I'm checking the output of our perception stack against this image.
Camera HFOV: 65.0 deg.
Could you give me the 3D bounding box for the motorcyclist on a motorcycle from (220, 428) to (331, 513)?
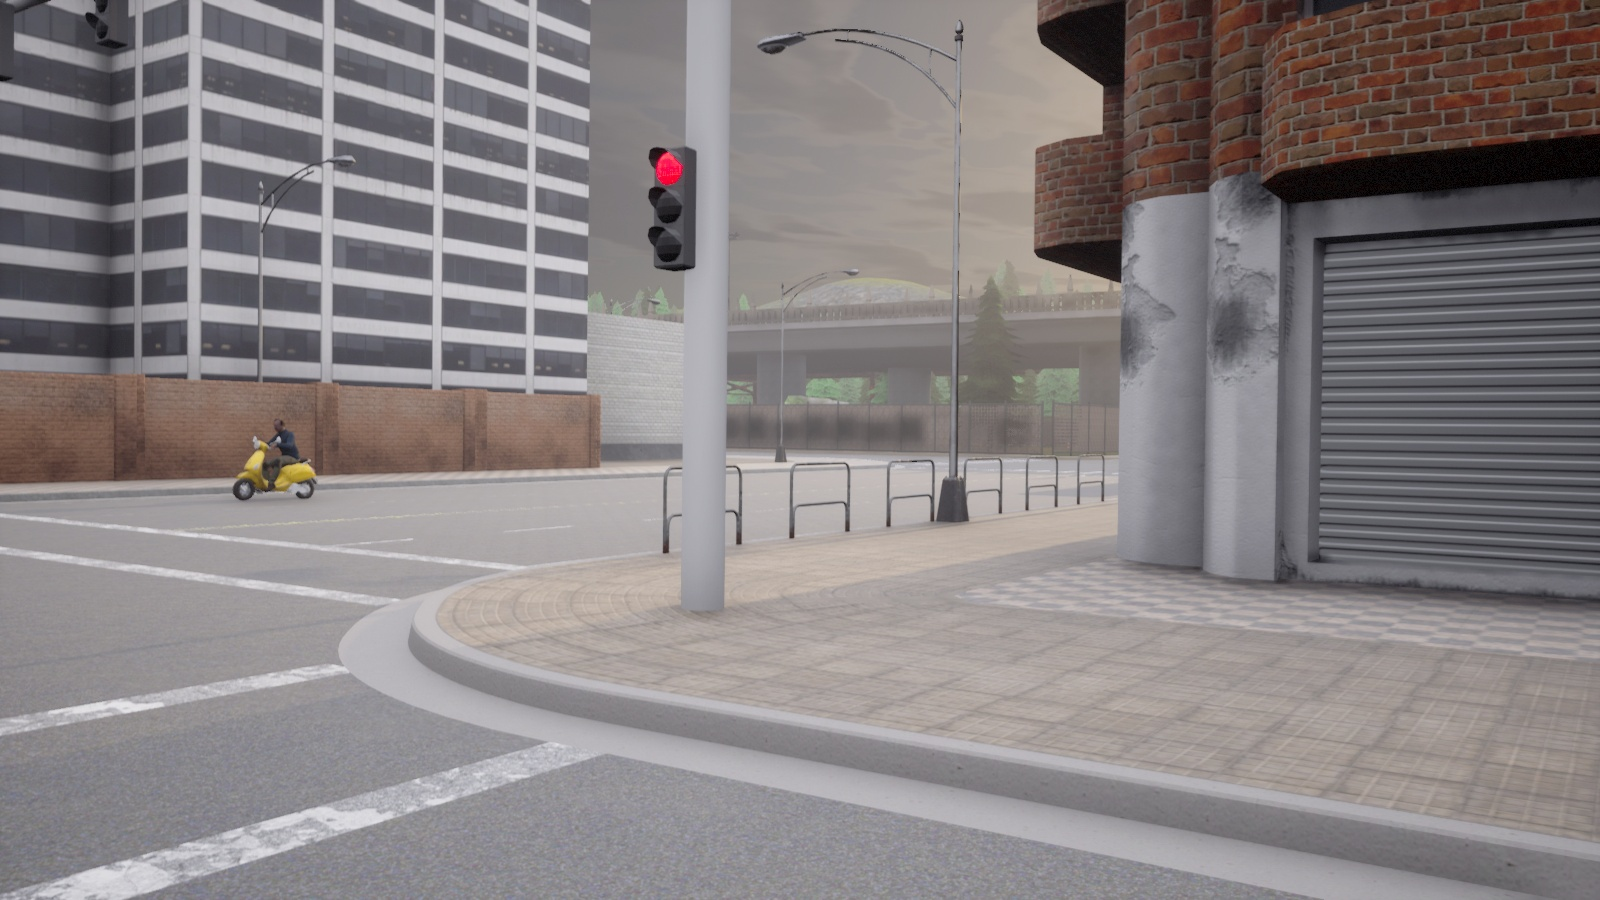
[{"bbox_3d":[-10.192,0.383,24.472,0.866,1.590,1.817,0,0,33],"label":"motorcyclist on a motorcycle"}]
